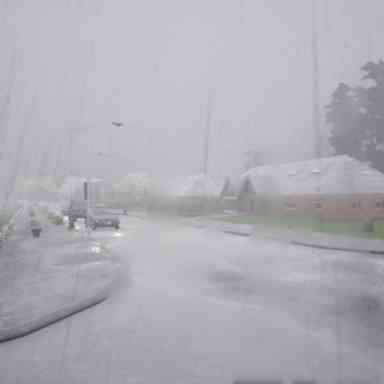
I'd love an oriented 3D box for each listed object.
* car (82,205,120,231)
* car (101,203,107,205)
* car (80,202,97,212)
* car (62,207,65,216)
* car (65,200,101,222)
[{"bbox_3d":[-6.695,1.954,24.713,1.837,1.490,4.892,0,-1,-26],"label":"car"},{"bbox_3d":[-12.874,2.322,46.635,1.882,1.535,5.008,0,-1,-26],"label":"car"},{"bbox_3d":[-17.398,2.507,55.712,1.882,1.535,5.008,0,-1,-26],"label":"car"},{"bbox_3d":[-15.480,2.378,42.621,1.994,1.385,4.181,0,-1,-26],"label":"car"},{"bbox_3d":[-11.061,1.851,33.574,2.150,2.045,5.566,0,-1,-27],"label":"car"}]
